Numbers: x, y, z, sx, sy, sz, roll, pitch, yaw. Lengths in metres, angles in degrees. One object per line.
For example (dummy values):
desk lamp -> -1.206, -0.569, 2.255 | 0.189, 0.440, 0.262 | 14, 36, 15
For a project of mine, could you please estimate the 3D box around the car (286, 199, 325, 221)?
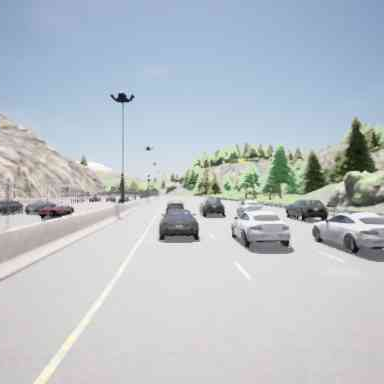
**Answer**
car -> 9.244, 1.364, 27.269 | 2.097, 1.767, 4.553 | 0, 0, -3

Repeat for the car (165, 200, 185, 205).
car -> -1.754, 1.538, 35.182 | 2.128, 1.511, 4.902 | 0, 0, -3

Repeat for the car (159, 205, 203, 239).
car -> -0.697, 1.587, 17.536 | 1.994, 1.385, 4.181 | 0, 0, -3

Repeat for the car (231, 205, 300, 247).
car -> 2.959, 1.537, 14.923 | 1.812, 1.442, 4.674 | 0, 0, -3

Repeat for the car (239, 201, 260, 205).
car -> 5.484, 1.551, 31.480 | 1.812, 1.442, 4.674 | 0, 0, -3

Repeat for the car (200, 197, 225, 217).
car -> 1.919, 1.387, 32.423 | 2.097, 1.767, 4.553 | 0, 0, -3

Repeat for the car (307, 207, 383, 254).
car -> 6.549, 1.527, 13.395 | 1.812, 1.442, 4.674 | 0, 0, -3
